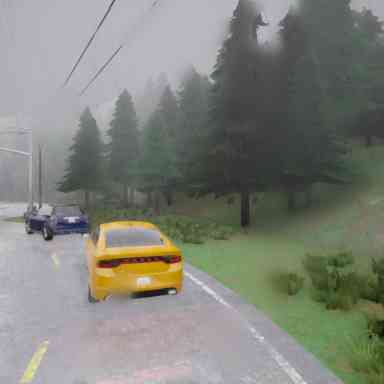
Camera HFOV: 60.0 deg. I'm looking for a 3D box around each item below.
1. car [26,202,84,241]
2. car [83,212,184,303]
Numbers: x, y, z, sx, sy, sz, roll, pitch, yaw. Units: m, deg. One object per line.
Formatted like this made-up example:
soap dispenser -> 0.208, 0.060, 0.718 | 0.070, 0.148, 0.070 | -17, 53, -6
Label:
car -> -6.951, 1.352, 17.086 | 2.097, 1.767, 4.553 | 0, 0, -40
car -> -1.678, 1.478, 8.441 | 1.882, 1.535, 5.008 | 0, 0, -19
